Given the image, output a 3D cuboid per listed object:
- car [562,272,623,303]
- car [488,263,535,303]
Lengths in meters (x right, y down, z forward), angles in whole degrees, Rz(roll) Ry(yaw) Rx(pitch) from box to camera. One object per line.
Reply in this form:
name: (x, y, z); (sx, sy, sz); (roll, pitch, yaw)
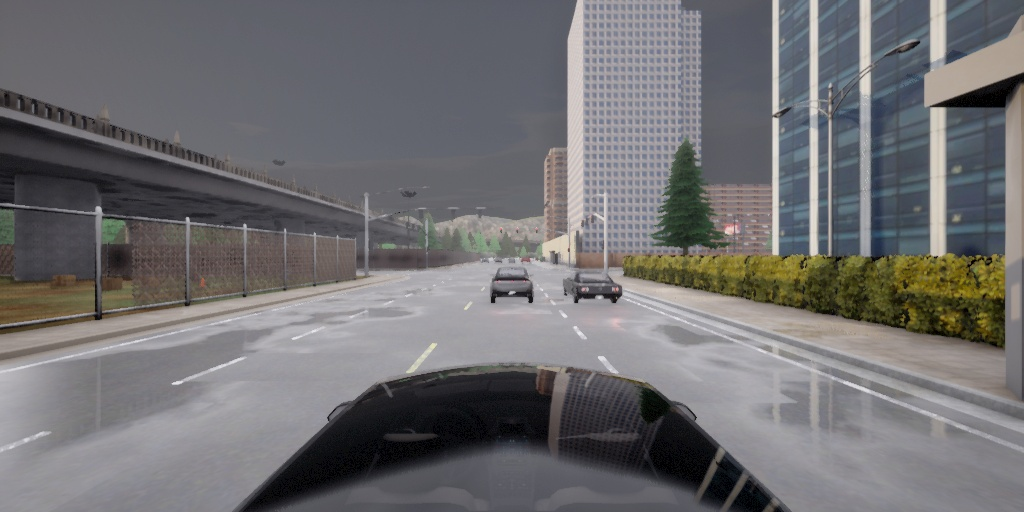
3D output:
car: (3.500, 1.364, 16.530); (1.895, 1.301, 4.718); (0, 0, 0)
car: (0.000, 1.243, 16.500); (2.128, 1.511, 4.902); (0, 0, 0)
